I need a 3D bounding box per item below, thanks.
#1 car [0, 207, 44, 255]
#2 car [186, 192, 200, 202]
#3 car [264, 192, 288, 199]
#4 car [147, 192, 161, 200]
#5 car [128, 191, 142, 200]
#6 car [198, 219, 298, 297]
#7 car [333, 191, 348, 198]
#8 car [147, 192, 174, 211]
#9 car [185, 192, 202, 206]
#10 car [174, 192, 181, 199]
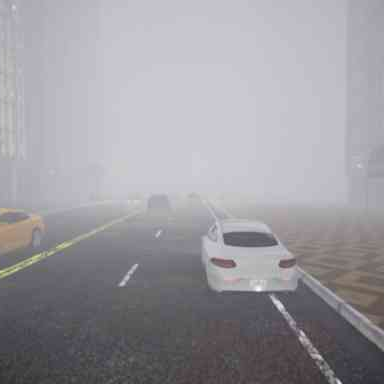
[{"bbox_3d":[-6.567,1.294,10.634,1.882,1.535,5.008,0,1,0],"label":"car"},{"bbox_3d":[0.157,0.699,50.924,1.994,1.385,4.181,0,1,1],"label":"car"},{"bbox_3d":[16.087,0.751,63.552,4.403,1.369,2.008,1,1,-1],"label":"car"},{"bbox_3d":[-6.353,0.669,56.125,1.895,1.301,4.718,0,1,0],"label":"car"},{"bbox_3d":[-9.603,0.568,56.161,2.128,1.511,4.902,0,1,0],"label":"car"},{"bbox_3d":[1.162,1.386,8.096,1.812,1.442,4.674,0,1,0],"label":"car"},{"bbox_3d":[32.938,0.525,72.224,4.097,1.590,1.967,1,1,-1],"label":"car"},{"bbox_3d":[-3.066,0.936,31.804,1.882,1.535,5.008,0,1,0],"label":"car"},{"bbox_3d":[0.184,0.823,38.530,1.882,1.535,5.008,0,1,0],"label":"car"},{"bbox_3d":[-2.994,0.602,58.051,1.994,1.385,4.181,0,0,0],"label":"car"}]
